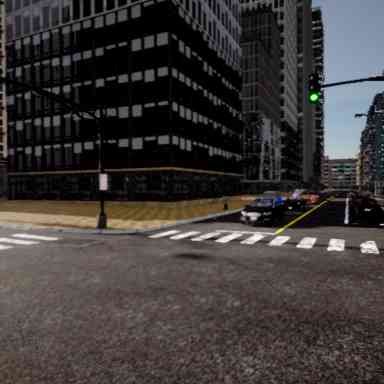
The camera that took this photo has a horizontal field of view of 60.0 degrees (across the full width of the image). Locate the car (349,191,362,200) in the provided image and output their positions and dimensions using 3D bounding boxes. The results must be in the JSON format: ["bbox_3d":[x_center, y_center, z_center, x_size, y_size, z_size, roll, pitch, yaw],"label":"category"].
[{"bbox_3d":[28.179,0.604,57.426,1.887,1.381,4.507,0,1,25],"label":"car"}]

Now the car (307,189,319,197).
[{"bbox_3d":[27.799,0.156,76.339,2.192,1.841,5.009,0,1,25],"label":"car"}]

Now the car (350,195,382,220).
[{"bbox_3d":[11.930,1.141,22.816,1.947,1.339,4.313,0,1,25],"label":"car"}]

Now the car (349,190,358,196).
[{"bbox_3d":[37.790,0.324,77.898,1.947,1.339,4.313,0,1,25],"label":"car"}]

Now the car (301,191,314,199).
[{"bbox_3d":[22.996,0.542,66.105,2.008,1.369,4.403,0,1,25],"label":"car"}]

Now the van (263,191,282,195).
[{"bbox_3d":[8.577,0.788,35.396,1.690,1.788,3.998,0,1,25],"label":"van"}]

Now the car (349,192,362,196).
[{"bbox_3d":[16.165,0.984,31.838,1.887,1.381,4.507,0,1,25],"label":"car"}]

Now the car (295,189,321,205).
[{"bbox_3d":[14.933,0.673,42.787,2.097,1.767,4.553,0,0,25],"label":"car"}]

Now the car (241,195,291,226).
[{"bbox_3d":[4.441,1.144,20.476,2.128,1.511,4.902,0,1,25],"label":"car"}]

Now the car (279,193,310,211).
[{"bbox_3d":[9.765,1.083,31.807,1.895,1.301,4.718,0,1,25],"label":"car"}]

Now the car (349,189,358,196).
[{"bbox_3d":[40.192,0.123,83.015,1.967,1.590,4.097,0,1,25],"label":"car"}]

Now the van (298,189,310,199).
[{"bbox_3d":[20.591,0.408,60.985,1.690,1.788,3.998,0,1,25],"label":"van"}]

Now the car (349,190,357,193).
[{"bbox_3d":[23.373,0.762,47.191,2.008,1.369,4.403,0,1,25],"label":"car"}]

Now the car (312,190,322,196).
[{"bbox_3d":[32.607,0.257,86.578,1.947,1.339,4.313,0,1,25],"label":"car"}]

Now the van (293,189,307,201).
[{"bbox_3d":[18.188,0.484,55.867,1.690,1.788,3.998,0,1,25],"label":"van"}]
